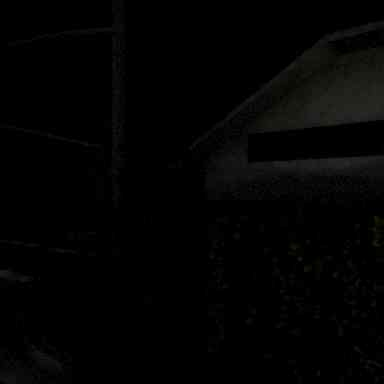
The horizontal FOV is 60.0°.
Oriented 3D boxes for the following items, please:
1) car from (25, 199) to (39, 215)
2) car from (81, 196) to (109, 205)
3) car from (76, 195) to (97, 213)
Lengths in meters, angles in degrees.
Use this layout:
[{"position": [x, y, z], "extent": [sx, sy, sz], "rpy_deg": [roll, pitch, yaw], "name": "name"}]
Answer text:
[{"position": [-17.248, 1.480, 32.997], "extent": [4.611, 1.667, 2.242], "rpy_deg": [0, 0, 35], "name": "car"}, {"position": [-16.940, 1.491, 57.805], "extent": [4.902, 1.511, 2.128], "rpy_deg": [0, 0, 36], "name": "car"}, {"position": [-10.444, 1.313, 35.134], "extent": [3.866, 1.878, 1.905], "rpy_deg": [0, 0, 35], "name": "car"}]
